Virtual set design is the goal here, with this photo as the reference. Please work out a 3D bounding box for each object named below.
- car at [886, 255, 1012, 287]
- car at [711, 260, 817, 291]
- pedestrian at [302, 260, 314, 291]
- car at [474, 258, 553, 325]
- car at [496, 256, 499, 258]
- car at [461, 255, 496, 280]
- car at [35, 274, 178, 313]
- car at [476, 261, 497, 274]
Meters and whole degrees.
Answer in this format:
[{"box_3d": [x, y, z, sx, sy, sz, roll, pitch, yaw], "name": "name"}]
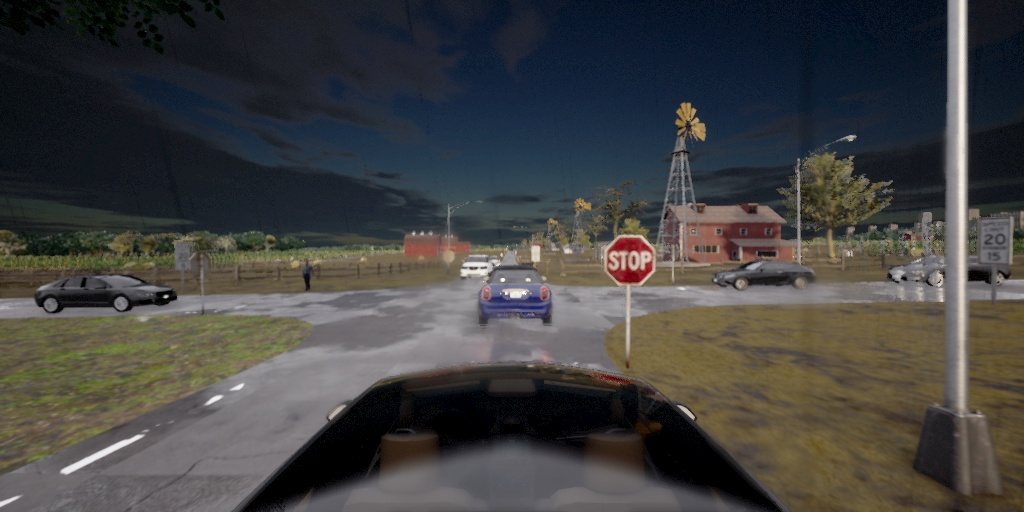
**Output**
[{"box_3d": [21.893, 0.710, 18.110, 4.902, 1.511, 2.128, -1, 1, 0], "name": "car"}, {"box_3d": [12.695, 0.928, 18.203, 4.674, 1.442, 1.812, -1, 1, 2], "name": "car"}, {"box_3d": [-12.153, 1.138, 21.317, 0.375, 1.860, 0.375, 0, 2, 0], "name": "pedestrian"}, {"box_3d": [0.101, 1.075, 11.812, 2.097, 1.767, 4.553, 0, 0, 0], "name": "car"}, {"box_3d": [-2.829, 0.995, 52.222, 2.150, 2.045, 5.566, 0, -1, 0], "name": "car"}, {"box_3d": [-2.898, 0.922, 30.489, 2.150, 2.045, 5.566, 0, 0, 2], "name": "car"}, {"box_3d": [-17.258, 1.544, 15.376, 4.892, 1.490, 1.837, -1, 1, 0], "name": "car"}, {"box_3d": [-2.841, 1.266, 40.872, 2.033, 1.411, 5.357, 0, 0, 0], "name": "car"}]
